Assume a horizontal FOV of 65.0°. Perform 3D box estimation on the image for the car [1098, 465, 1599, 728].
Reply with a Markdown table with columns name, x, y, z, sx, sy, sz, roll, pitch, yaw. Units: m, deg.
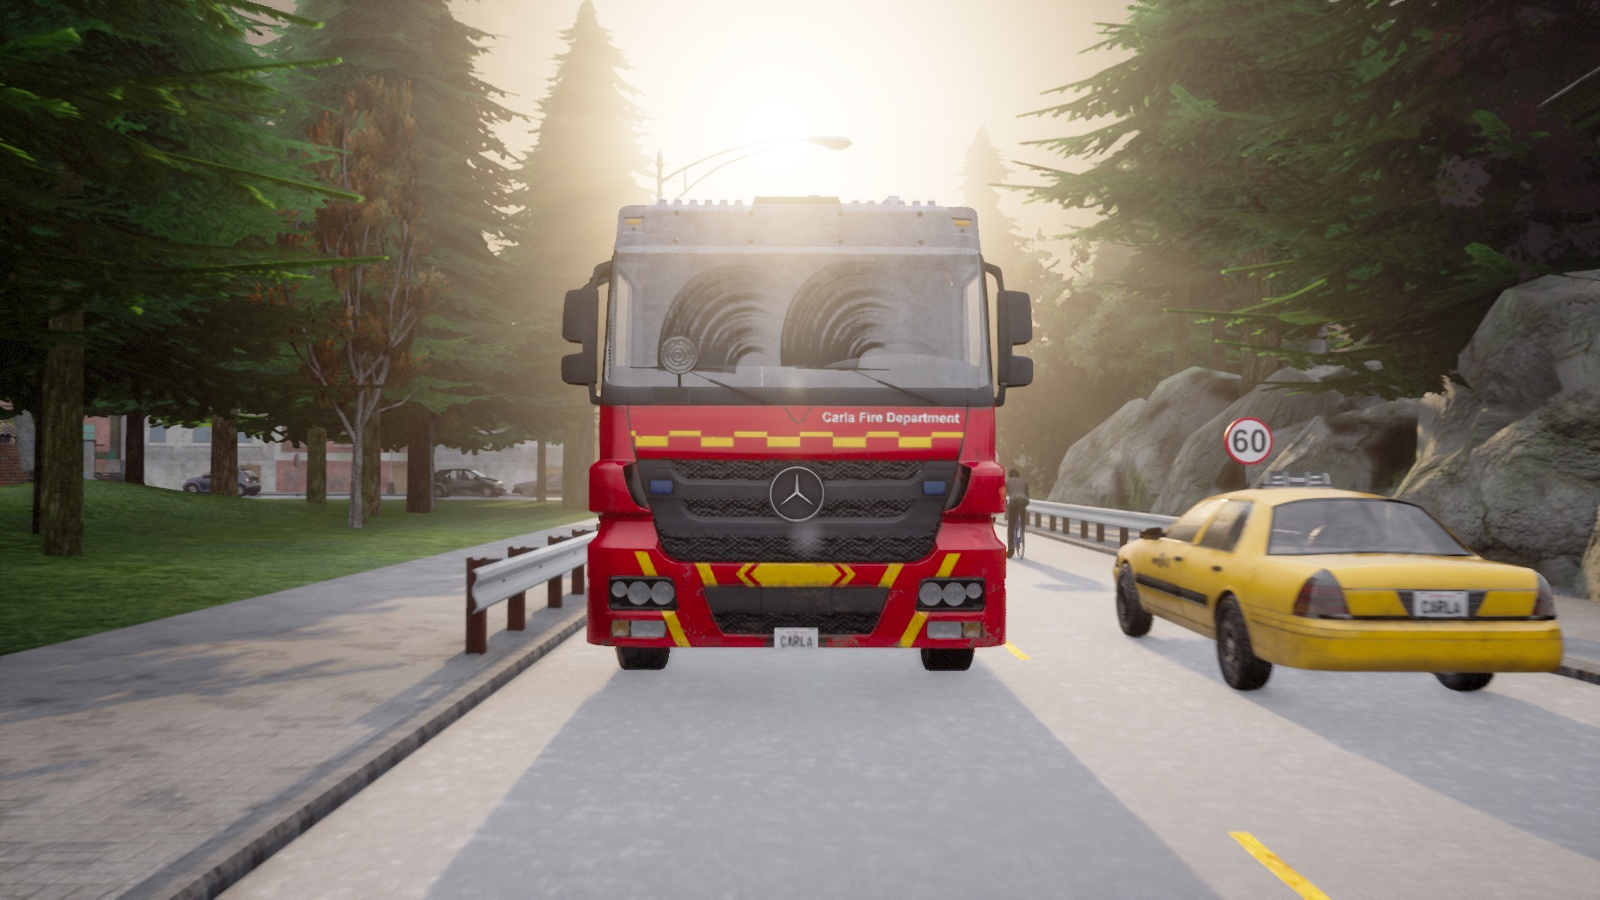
| name | x | y | z | sx | sy | sz | roll | pitch | yaw |
| --- | --- | --- | --- | --- | --- | --- | --- | --- | --- |
| car | 3.976 | 0.913 | 10.247 | 1.801 | 1.575 | 5.366 | 0 | -1 | 0 |

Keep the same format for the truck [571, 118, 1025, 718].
| name | x | y | z | sx | sy | sz | roll | pitch | yaw |
| --- | --- | --- | --- | --- | --- | --- | --- | --- | --- |
| truck | -0.035 | -0.145 | 12.272 | 2.891 | 3.827 | 8.468 | 0 | -1 | 0 |

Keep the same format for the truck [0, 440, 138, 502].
| name | x | y | z | sx | sy | sz | roll | pitch | yaw |
| --- | --- | --- | --- | --- | --- | --- | --- | --- | --- |
| truck | -42.468 | 1.200 | 71.520 | 7.936 | 3.462 | 2.891 | 0 | -1 | 0 |

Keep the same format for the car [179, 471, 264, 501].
| name | x | y | z | sx | sy | sz | roll | pitch | yaw |
| --- | --- | --- | --- | --- | --- | --- | --- | --- | --- |
| car | -32.899 | 2.042 | 71.513 | 3.988 | 1.617 | 1.851 | 0 | -1 | 0 |

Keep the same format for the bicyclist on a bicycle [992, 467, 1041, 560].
| name | x | y | z | sx | sy | sz | roll | pitch | yaw |
| --- | --- | --- | --- | --- | --- | --- | --- | --- | --- |
| bicyclist on a bicycle | 3.912 | 1.134 | 22.832 | 0.582 | 1.620 | 1.656 | 0 | -1 | 0 |

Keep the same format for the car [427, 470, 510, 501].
| name | x | y | z | sx | sy | sz | roll | pitch | yaw |
| --- | --- | --- | --- | --- | --- | --- | --- | --- | --- |
| car | -17.790 | 1.914 | 67.527 | 3.988 | 1.617 | 1.851 | 0 | -1 | 0 |

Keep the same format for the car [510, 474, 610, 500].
| name | x | y | z | sx | sy | sz | roll | pitch | yaw |
| --- | --- | --- | --- | --- | --- | --- | --- | --- | --- |
| car | -13.641 | 2.115 | 71.555 | 5.357 | 1.411 | 2.033 | 0 | -1 | 0 |
